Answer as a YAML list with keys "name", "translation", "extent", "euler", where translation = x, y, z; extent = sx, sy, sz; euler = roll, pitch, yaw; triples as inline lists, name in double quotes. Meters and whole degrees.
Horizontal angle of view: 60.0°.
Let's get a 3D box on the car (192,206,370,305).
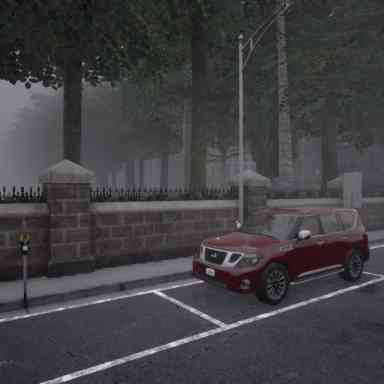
- name: "car"
  translation: [2.422, 1.314, 8.261]
  extent: [5.009, 1.841, 2.192]
  euler: [0, 0, -36]
